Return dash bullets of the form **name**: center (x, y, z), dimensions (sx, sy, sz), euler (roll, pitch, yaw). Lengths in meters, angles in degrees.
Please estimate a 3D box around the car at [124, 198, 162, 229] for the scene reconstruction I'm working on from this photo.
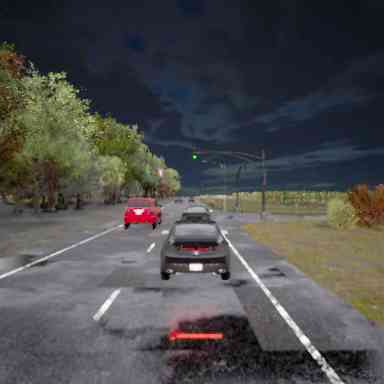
- **car**: center (-3.418, 1.468, 23.940), dimensions (2.150, 2.045, 5.566), euler (0, 0, 0)

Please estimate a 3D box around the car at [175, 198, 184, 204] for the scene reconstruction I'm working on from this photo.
- **car**: center (-3.562, 2.384, 88.888), dimensions (1.837, 1.490, 4.892), euler (0, -1, 0)

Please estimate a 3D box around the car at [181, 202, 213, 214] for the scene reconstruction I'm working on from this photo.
- **car**: center (0.424, 1.717, 23.487), dimensions (1.882, 1.535, 5.008), euler (0, 0, 6)

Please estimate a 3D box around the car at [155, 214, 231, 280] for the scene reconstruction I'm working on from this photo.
- **car**: center (0.093, 1.608, 10.331), dimensions (1.837, 1.490, 4.892), euler (0, -2, 0)
